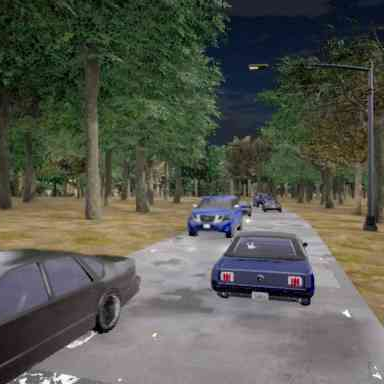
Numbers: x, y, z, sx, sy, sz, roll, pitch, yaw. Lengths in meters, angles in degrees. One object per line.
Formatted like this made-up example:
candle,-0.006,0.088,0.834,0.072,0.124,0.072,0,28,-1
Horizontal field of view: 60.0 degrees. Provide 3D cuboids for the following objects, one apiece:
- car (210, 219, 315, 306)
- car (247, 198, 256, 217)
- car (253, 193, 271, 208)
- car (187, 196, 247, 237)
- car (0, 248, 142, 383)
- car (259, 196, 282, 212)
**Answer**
car,1.858,1.603,8.168,1.895,1.301,4.718,0,0,16
car,4.700,1.542,31.248,2.033,1.411,5.357,0,0,11
car,10.123,1.143,47.725,2.150,2.045,5.566,0,0,3
car,1.423,1.228,18.025,2.150,2.045,5.566,0,0,16
car,-2.594,1.550,4.412,2.033,1.411,5.357,0,0,19
car,9.019,1.536,37.776,1.994,1.385,4.181,0,0,8
